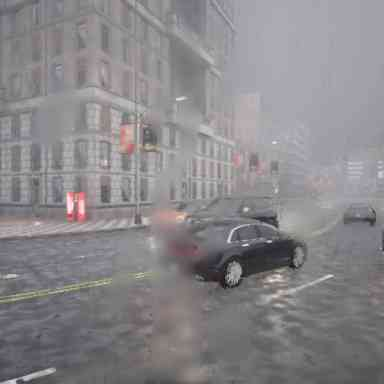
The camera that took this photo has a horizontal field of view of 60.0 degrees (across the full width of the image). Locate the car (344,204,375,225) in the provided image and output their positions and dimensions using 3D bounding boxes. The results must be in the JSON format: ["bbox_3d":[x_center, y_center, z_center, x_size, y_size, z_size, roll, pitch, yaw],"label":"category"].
[{"bbox_3d":[12.348,1.553,24.439,1.994,1.385,4.181,0,0,29],"label":"car"}]

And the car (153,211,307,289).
[{"bbox_3d":[1.377,1.499,9.253,4.892,1.490,1.837,0,1,-43],"label":"car"}]

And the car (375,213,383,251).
[{"bbox_3d":[8.409,1.218,11.819,2.150,2.045,5.566,0,0,40],"label":"car"}]

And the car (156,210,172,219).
[{"bbox_3d":[-0.018,1.339,18.267,2.097,1.767,4.553,0,0,38],"label":"car"}]

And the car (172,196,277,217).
[{"bbox_3d":[1.923,1.212,15.032,2.150,2.045,5.566,0,0,40],"label":"car"}]
